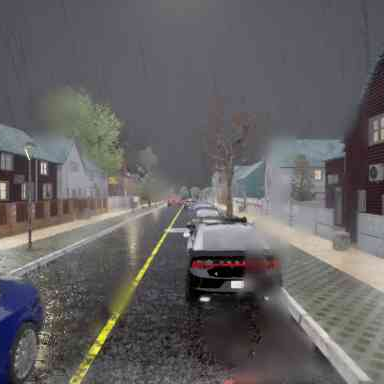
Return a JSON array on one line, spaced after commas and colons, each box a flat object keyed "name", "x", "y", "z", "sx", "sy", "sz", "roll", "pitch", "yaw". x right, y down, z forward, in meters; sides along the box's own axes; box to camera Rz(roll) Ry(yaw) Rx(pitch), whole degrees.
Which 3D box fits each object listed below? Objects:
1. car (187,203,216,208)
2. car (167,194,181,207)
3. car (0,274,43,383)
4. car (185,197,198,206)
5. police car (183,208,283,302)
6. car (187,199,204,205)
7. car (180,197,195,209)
[{"name": "car", "x": 0.786, "y": 1.536, "z": 18.323, "sx": 1.812, "sy": 1.442, "sz": 4.674, "roll": 0, "pitch": 0, "yaw": 0}, {"name": "car", "x": -2.866, "y": 1.386, "z": 54.736, "sx": 2.150, "sy": 2.045, "sz": 5.566, "roll": 0, "pitch": 0, "yaw": 0}, {"name": "car", "x": -2.855, "y": 1.526, "z": 2.644, "sx": 1.812, "sy": 1.442, "sz": 4.674, "roll": 0, "pitch": 0, "yaw": 0}, {"name": "car", "x": -0.123, "y": 1.680, "z": 58.096, "sx": 2.128, "sy": 1.511, "sz": 4.902, "roll": 0, "pitch": 0, "yaw": 0}, {"name": "police car", "x": 0.807, "y": 1.427, "z": 8.432, "sx": 1.930, "sy": 1.638, "sz": 5.238, "roll": 0, "pitch": 0, "yaw": 0}, {"name": "car", "x": 0.774, "y": 1.500, "z": 24.324, "sx": 1.882, "sy": 1.535, "sz": 5.008, "roll": 0, "pitch": 0, "yaw": 0}, {"name": "car", "x": -0.075, "y": 1.595, "z": 44.909, "sx": 2.128, "sy": 1.511, "sz": 4.902, "roll": 0, "pitch": 0, "yaw": 1}]
